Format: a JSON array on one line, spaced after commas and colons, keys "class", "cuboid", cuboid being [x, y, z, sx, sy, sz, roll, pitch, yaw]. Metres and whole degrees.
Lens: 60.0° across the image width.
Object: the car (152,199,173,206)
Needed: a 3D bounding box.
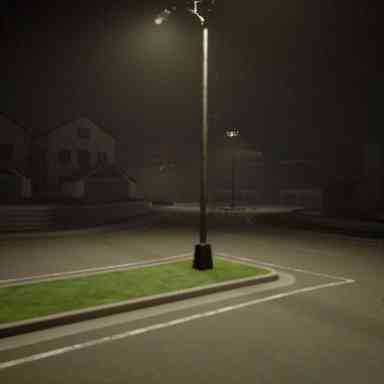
[{"class": "car", "cuboid": [-5.231, 1.878, 59.500, 1.895, 1.301, 4.718, 1, 0, -36]}]
